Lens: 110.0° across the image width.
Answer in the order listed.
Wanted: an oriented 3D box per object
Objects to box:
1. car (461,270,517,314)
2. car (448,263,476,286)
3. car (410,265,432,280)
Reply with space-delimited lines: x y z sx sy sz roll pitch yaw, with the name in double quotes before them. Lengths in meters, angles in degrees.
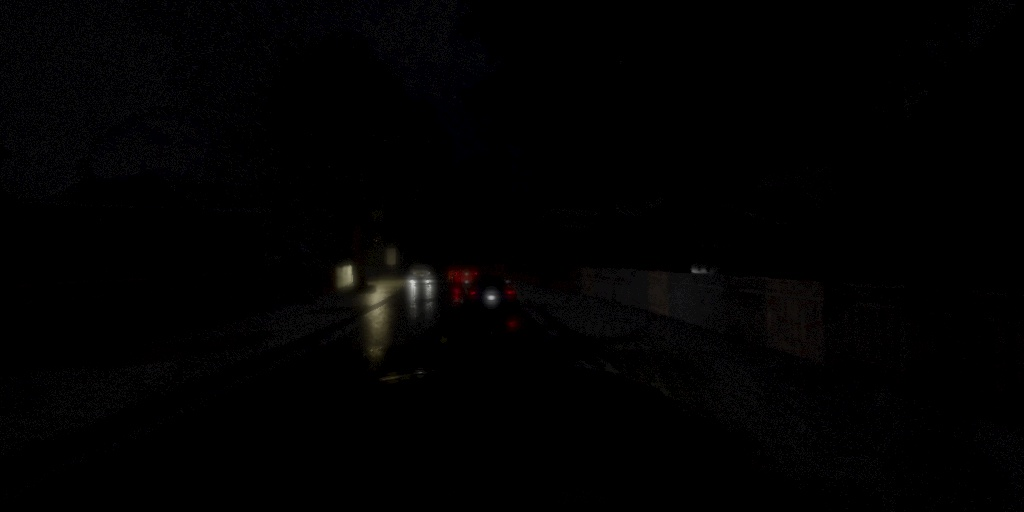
"car" -0.981 1.464 14.667 1.994 1.385 4.181 0 -1 -7
"car" -3.975 1.414 29.211 2.097 1.767 4.553 0 -1 -15
"car" -9.531 1.669 37.050 1.812 1.442 4.674 0 -1 -20
